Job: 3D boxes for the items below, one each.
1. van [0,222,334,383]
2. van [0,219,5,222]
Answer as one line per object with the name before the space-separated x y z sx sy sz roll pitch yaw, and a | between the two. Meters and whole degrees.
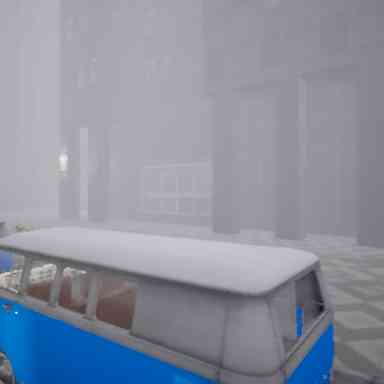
van | -0.655 1.333 3.430 3.998 1.788 1.690 0 0 35
van | -5.279 1.317 6.723 3.998 1.788 1.690 0 0 35
